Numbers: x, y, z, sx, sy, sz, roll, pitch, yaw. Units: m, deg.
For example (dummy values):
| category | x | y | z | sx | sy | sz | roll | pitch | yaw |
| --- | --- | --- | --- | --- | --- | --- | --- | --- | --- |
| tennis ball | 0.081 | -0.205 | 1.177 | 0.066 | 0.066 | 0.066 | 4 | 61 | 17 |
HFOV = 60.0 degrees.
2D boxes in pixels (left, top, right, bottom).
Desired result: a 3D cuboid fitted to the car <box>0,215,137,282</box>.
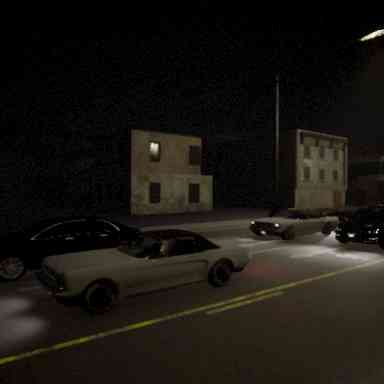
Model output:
| category | x | y | z | sx | sy | sz | roll | pitch | yaw |
| --- | --- | --- | --- | --- | --- | --- | --- | --- | --- |
| car | -3.819 | 1.484 | 9.863 | 4.892 | 1.490 | 1.837 | 0 | 0 | -36 |

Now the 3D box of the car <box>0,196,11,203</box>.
| category | x | y | z | sx | sy | sz | roll | pitch | yaw |
| --- | --- | --- | --- | --- | --- | --- | --- | --- | --- |
| car | -41.594 | 1.650 | 72.718 | 2.038 | 1.542 | 4.974 | 0 | 0 | -5 |

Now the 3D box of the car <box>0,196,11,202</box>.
| category | x | y | z | sx | sy | sz | roll | pitch | yaw |
| --- | --- | --- | --- | --- | --- | --- | --- | --- | --- |
| car | -41.598 | 1.493 | 72.770 | 1.853 | 1.218 | 4.536 | 0 | 0 | -5 |

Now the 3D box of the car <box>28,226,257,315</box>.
| category | x | y | z | sx | sy | sz | roll | pitch | yaw |
| --- | --- | --- | --- | --- | --- | --- | --- | --- | --- |
| car | -0.931 | 1.574 | 7.629 | 4.718 | 1.301 | 1.895 | -1 | 0 | -36 |

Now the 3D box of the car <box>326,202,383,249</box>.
| category | x | y | z | sx | sy | sz | roll | pitch | yaw |
| --- | --- | --- | --- | --- | --- | --- | --- | --- | --- |
| car | 7.988 | 1.383 | 13.980 | 4.892 | 1.490 | 1.837 | 0 | 0 | -36 |

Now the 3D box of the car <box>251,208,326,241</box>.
| category | x | y | z | sx | sy | sz | roll | pitch | yaw |
| --- | --- | --- | --- | --- | --- | --- | --- | --- | --- |
| car | 4.995 | 1.486 | 16.147 | 4.718 | 1.301 | 1.895 | -1 | 0 | -35 |
